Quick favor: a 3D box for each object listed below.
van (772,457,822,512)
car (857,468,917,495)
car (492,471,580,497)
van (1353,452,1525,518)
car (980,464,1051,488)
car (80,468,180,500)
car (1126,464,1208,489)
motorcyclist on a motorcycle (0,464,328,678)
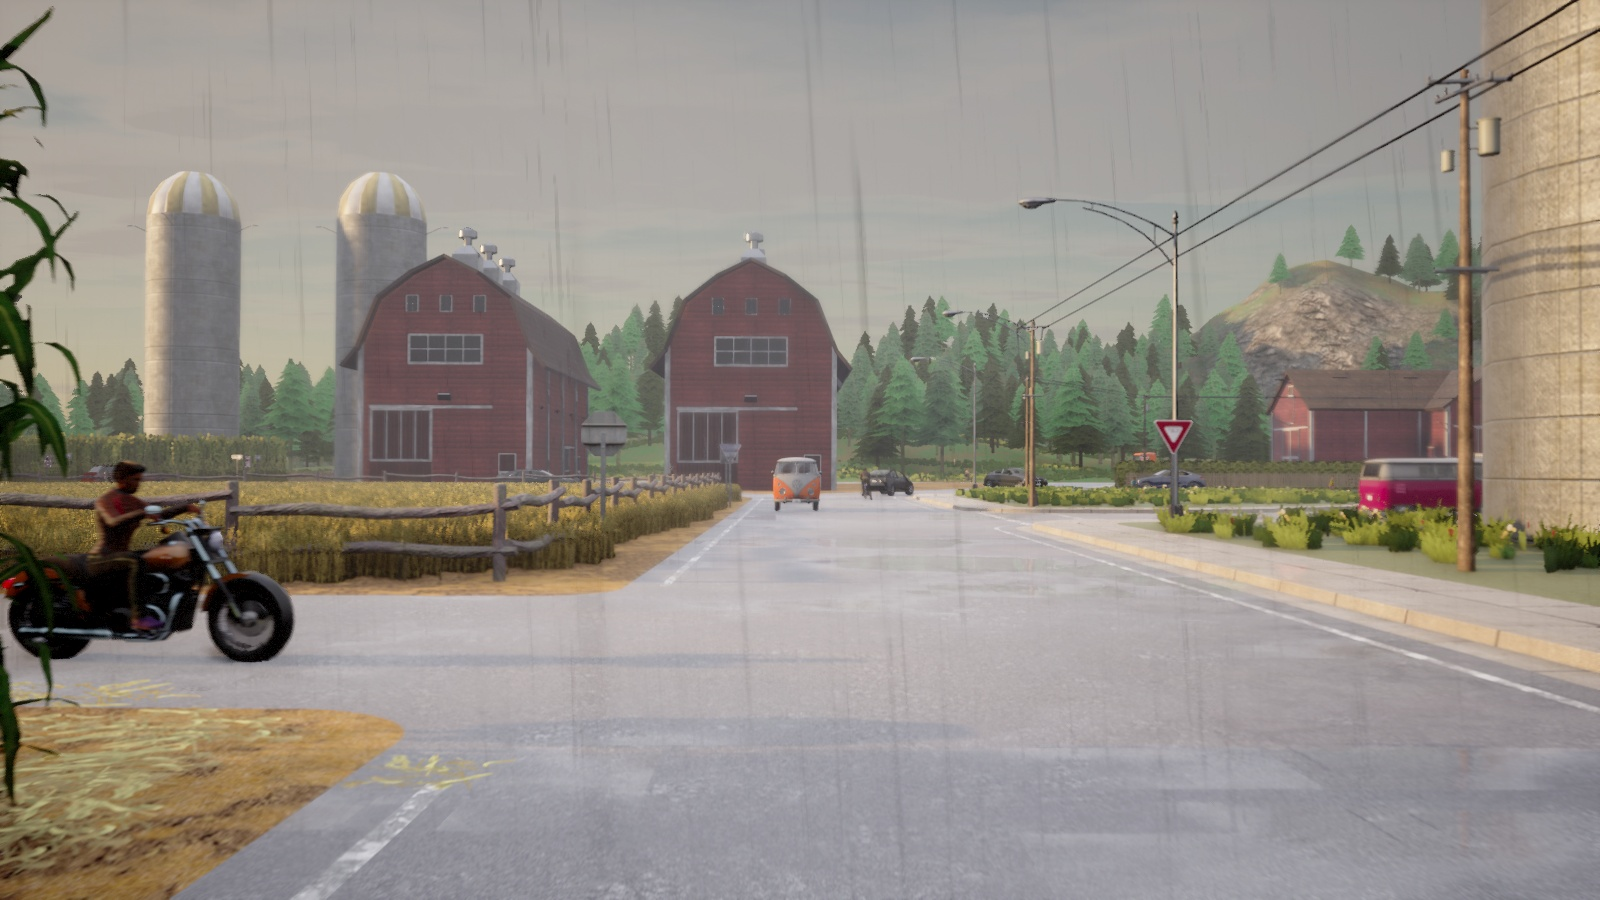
[{"bbox_3d":[-0.114,1.287,47.561,1.775,1.987,4.442,0,-1,0],"label":"van"},{"bbox_3d":[5.194,1.840,74.164,2.007,1.525,4.514,-1,-1,26],"label":"car"},{"bbox_3d":[-15.692,2.017,74.893,4.892,1.490,1.837,0,-1,-3],"label":"car"},{"bbox_3d":[19.912,1.081,39.236,4.442,1.987,1.775,0,-1,-1],"label":"van"},{"bbox_3d":[14.840,1.764,86.711,2.152,1.651,5.027,0,-1,-30],"label":"car"},{"bbox_3d":[-38.007,1.906,71.334,2.097,1.767,4.553,-1,-1,36],"label":"car"},{"bbox_3d":[25.253,1.803,86.497,5.027,1.651,2.152,0,-1,1],"label":"car"},{"bbox_3d":[-5.125,0.937,10.129,2.350,1.649,0.766,0,0,3],"label":"motorcyclist on a motorcycle"}]
